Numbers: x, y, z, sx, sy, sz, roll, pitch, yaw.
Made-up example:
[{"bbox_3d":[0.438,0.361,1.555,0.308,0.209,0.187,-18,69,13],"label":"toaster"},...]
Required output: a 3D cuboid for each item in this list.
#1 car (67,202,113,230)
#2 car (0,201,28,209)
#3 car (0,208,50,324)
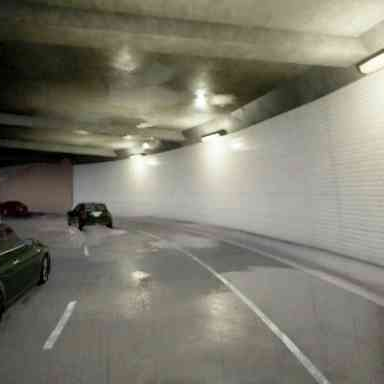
[{"bbox_3d":[-6.879,1.433,22.083,2.097,1.767,4.553,-1,0,-31],"label":"car"},{"bbox_3d":[-19.360,1.686,35.477,5.008,1.535,1.882,0,0,40],"label":"car"},{"bbox_3d":[-4.396,1.398,6.643,2.097,1.767,4.553,-1,0,-10],"label":"car"}]
